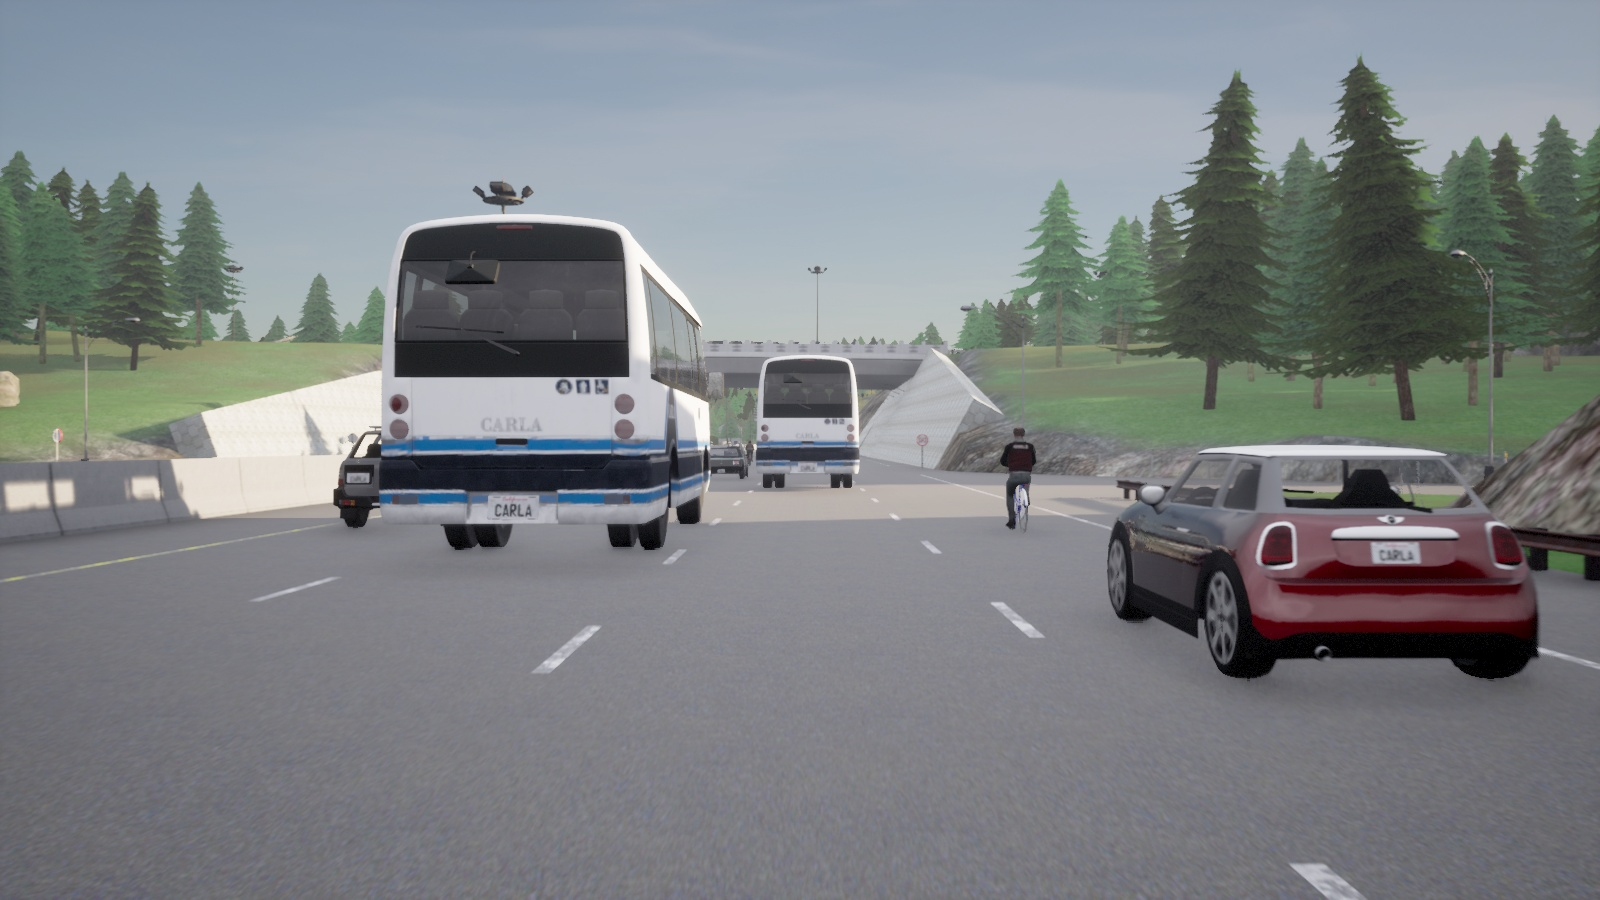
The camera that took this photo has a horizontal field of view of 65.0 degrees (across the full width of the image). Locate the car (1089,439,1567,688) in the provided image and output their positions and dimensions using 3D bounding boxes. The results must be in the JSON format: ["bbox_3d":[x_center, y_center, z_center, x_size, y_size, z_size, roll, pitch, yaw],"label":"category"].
[{"bbox_3d":[3.570,0.662,9.355,1.970,1.475,3.806,0,0,0],"label":"car"}]

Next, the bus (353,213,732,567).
[{"bbox_3d":[-3.368,-0.747,20.229,3.944,4.253,10.273,0,0,0],"label":"bus"}]

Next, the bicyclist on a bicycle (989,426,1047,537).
[{"bbox_3d":[3.635,0.501,21.036,0.659,1.776,1.843,0,1,0],"label":"bicyclist on a bicycle"}]

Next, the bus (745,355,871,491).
[{"bbox_3d":[0.270,-0.881,44.509,3.944,4.253,10.273,0,0,0],"label":"bus"}]

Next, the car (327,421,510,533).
[{"bbox_3d":[-6.853,0.427,23.098,1.932,1.855,4.605,0,0,0],"label":"car"}]

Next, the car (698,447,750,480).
[{"bbox_3d":[-3.182,0.544,53.212,1.895,1.301,4.718,0,0,0],"label":"car"}]
